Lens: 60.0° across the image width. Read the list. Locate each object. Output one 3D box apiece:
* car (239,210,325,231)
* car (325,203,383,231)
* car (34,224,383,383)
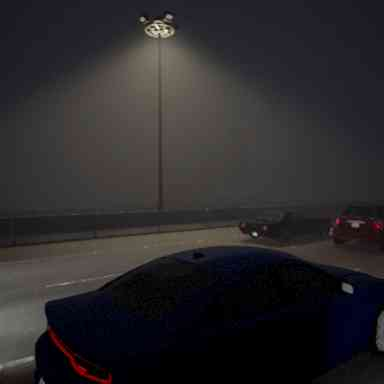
[{"bbox_3d":[4.509,1.506,15.557,4.718,1.301,1.895,-1,0,-35],"label":"car"},{"bbox_3d":[7.815,1.245,13.615,4.553,1.767,2.097,-1,0,-35],"label":"car"},{"bbox_3d":[0.749,1.455,4.279,5.008,1.535,1.882,-1,0,-35],"label":"car"}]
